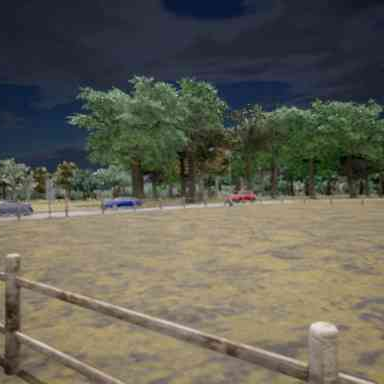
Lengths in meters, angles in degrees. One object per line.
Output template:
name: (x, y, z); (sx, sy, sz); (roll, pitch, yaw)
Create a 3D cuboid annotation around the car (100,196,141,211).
car: (-8.108, 1.265, 37.824); (1.882, 1.535, 5.008); (-2, 0, 39)

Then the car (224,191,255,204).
car: (7.701, 0.849, 53.354); (5.566, 2.045, 2.150); (0, -1, -38)

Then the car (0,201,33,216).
car: (-15.609, 1.416, 27.814); (1.994, 1.385, 4.181); (-1, -1, 36)
